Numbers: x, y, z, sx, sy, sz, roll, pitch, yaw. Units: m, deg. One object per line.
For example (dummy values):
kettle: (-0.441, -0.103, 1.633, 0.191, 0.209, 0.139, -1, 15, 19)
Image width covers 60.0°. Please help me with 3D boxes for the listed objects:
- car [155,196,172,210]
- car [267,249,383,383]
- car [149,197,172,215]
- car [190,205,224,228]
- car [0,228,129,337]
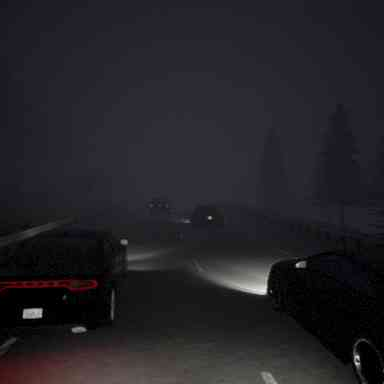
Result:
car: (-3.750, 1.410, 44.793, 2.097, 1.767, 4.553, 0, 0, -2)
car: (2.696, 1.578, 5.186, 1.994, 1.385, 4.181, 0, 0, -7)
car: (-3.275, 1.396, 34.694, 2.097, 1.767, 4.553, 0, 0, -2)
car: (0.945, 1.600, 22.785, 1.994, 1.385, 4.181, 0, 0, -4)
car: (-2.431, 1.483, 6.923, 1.882, 1.535, 5.008, 0, 0, -7)
